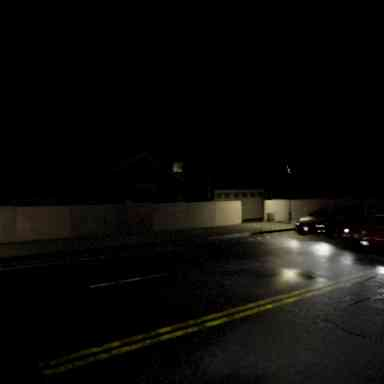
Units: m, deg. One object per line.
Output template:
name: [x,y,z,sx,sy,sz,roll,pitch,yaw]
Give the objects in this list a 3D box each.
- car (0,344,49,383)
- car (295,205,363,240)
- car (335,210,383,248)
car: [-3.090,1.498,1.234,4.902,1.511,2.128,0,0,-36]
car: [7.257,1.450,16.844,4.892,1.490,1.837,0,0,-35]
car: [8.106,1.551,13.460,4.718,1.301,1.895,0,0,-35]
